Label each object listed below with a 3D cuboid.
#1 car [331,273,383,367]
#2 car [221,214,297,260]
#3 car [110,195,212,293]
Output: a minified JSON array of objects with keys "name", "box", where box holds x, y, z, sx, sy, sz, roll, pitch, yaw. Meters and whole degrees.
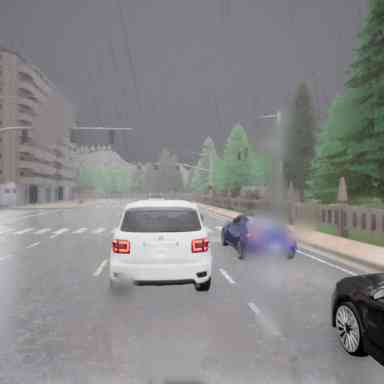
[{"name":"car","box":[3.117,1.492,3.177,2.128,1.511,4.902,0,0,-3]},{"name":"car","box":[2.333,1.526,12.404,1.812,1.442,4.674,0,0,-6]},{"name":"car","box":[-0.809,1.221,9.042,2.150,2.045,5.566,0,0,-5]}]
